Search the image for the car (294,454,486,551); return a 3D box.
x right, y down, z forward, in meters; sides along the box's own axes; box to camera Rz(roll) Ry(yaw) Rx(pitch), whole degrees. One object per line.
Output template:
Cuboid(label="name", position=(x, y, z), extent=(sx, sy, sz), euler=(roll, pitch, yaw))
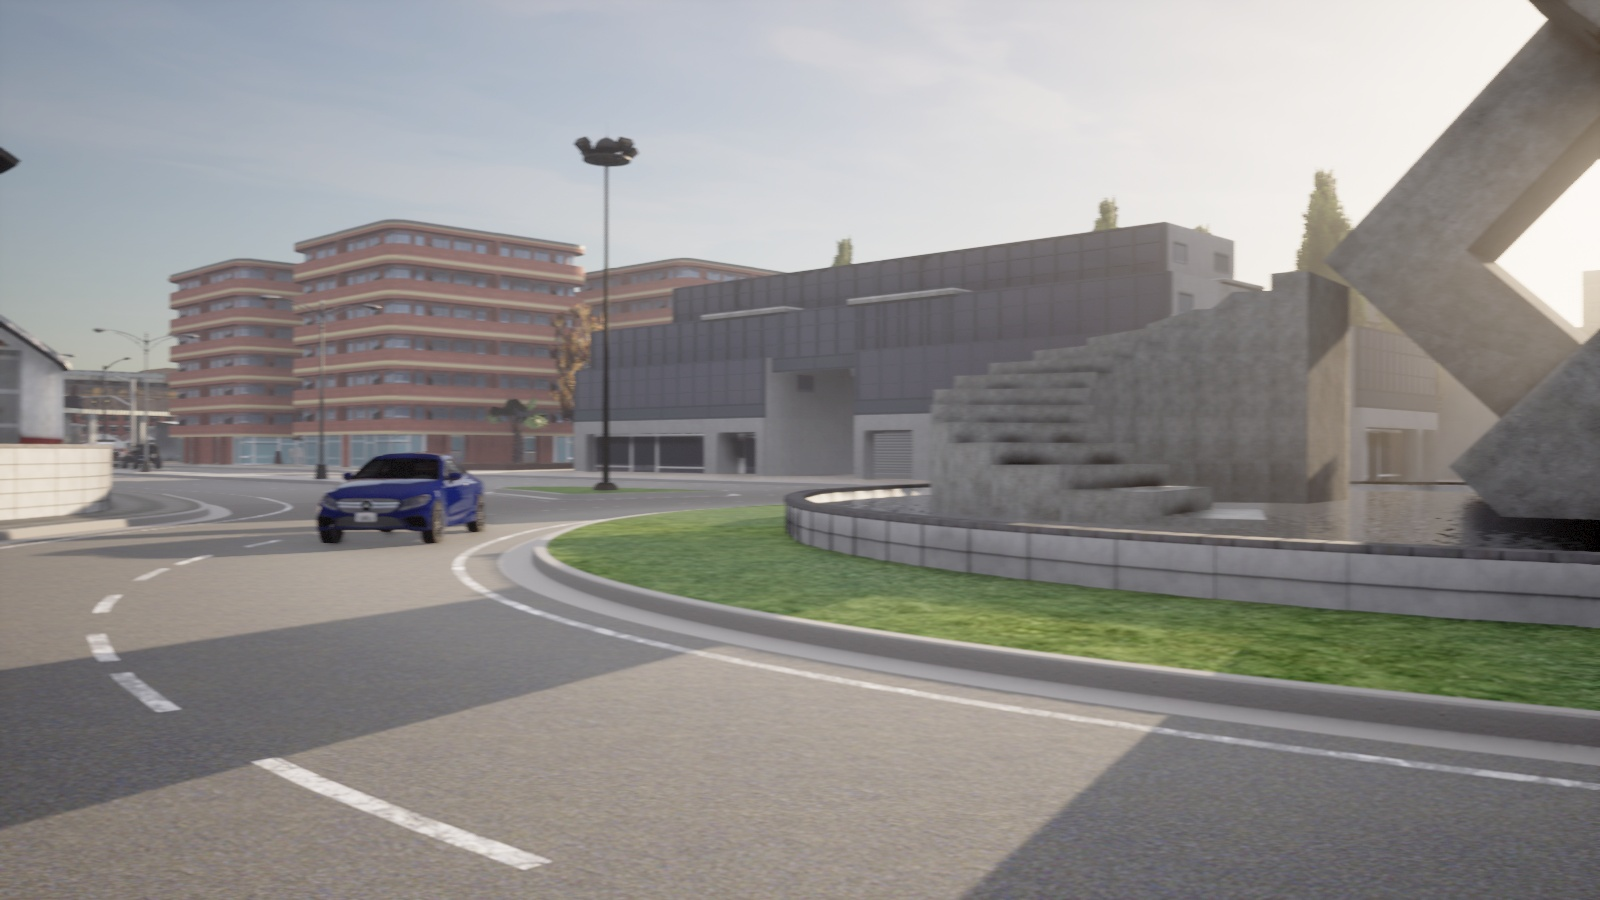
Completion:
Cuboid(label="car", position=(-6.773, 0.797, 21.299), extent=(1.812, 1.442, 4.674), euler=(0, 0, -1))
